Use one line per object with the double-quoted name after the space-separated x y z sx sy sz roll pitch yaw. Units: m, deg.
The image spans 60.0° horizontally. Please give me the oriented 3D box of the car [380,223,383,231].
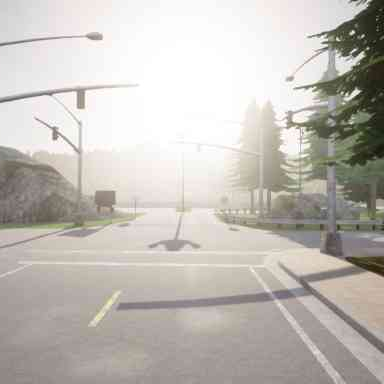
15.035 2.058 21.108 5.357 1.411 2.033 0 -1 -2 "car"
